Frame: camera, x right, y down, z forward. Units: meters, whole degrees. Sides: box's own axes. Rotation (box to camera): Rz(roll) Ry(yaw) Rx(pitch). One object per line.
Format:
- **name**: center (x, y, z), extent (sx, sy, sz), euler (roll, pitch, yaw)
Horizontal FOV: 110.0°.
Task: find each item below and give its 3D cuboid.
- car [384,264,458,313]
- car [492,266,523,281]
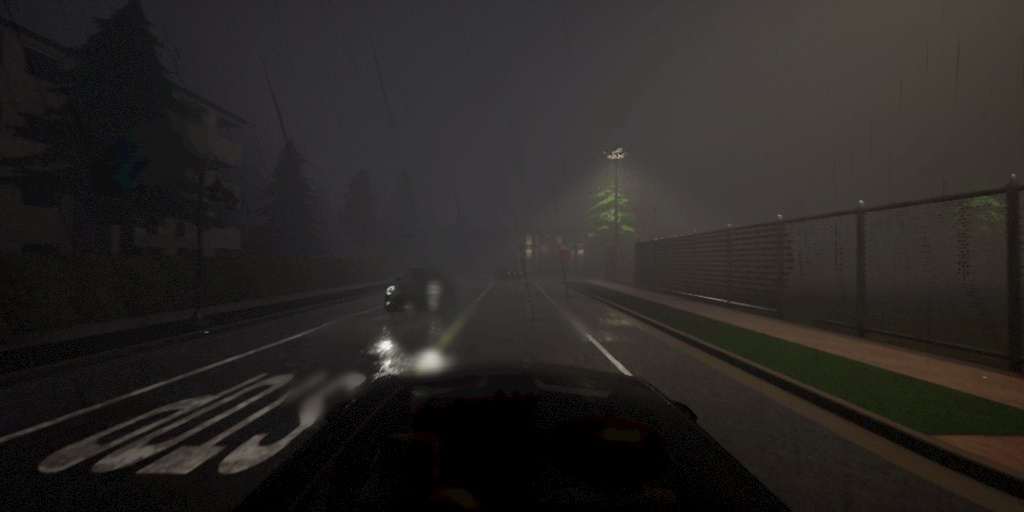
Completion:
- **car**: center (-3.546, 1.240, 14.715), extent (2.097, 1.767, 4.553), euler (0, -1, 0)
- **car**: center (-0.525, 1.731, 36.706), extent (2.033, 1.411, 5.357), euler (1, -1, -19)
